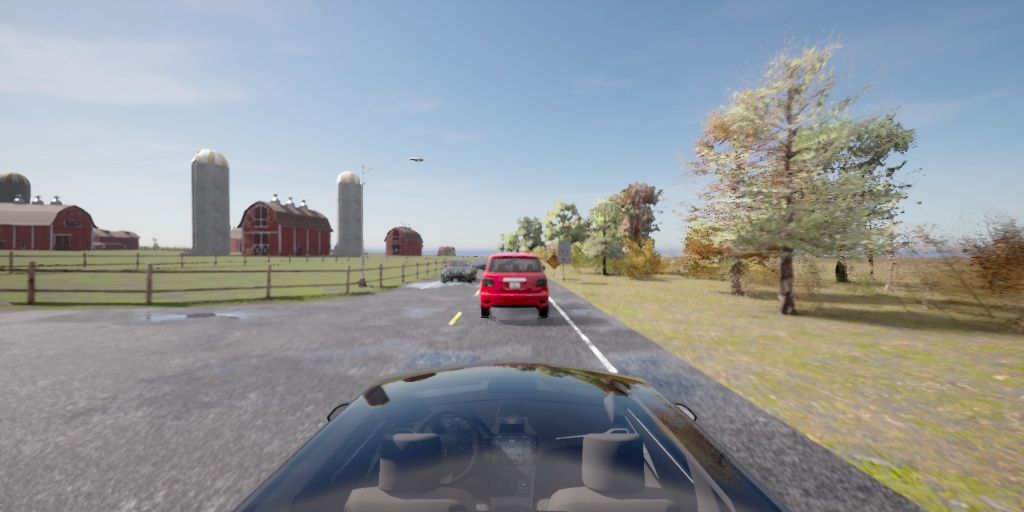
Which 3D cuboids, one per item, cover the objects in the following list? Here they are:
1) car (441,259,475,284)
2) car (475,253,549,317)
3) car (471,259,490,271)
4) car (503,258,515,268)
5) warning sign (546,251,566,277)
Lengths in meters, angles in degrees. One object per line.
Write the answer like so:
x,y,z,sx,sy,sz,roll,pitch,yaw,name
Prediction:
-3.706,0.997,25.579,2.097,1.767,4.553,0,0,0,car
0.070,0.921,12.997,2.150,2.045,5.566,0,0,0,car
-3.918,1.107,45.895,2.033,1.411,5.357,0,0,-1,car
-0.510,1.043,56.108,1.812,1.442,4.674,0,0,-1,car
3.417,0.744,29.002,1.300,1.860,1.060,0,0,-1,warning sign
